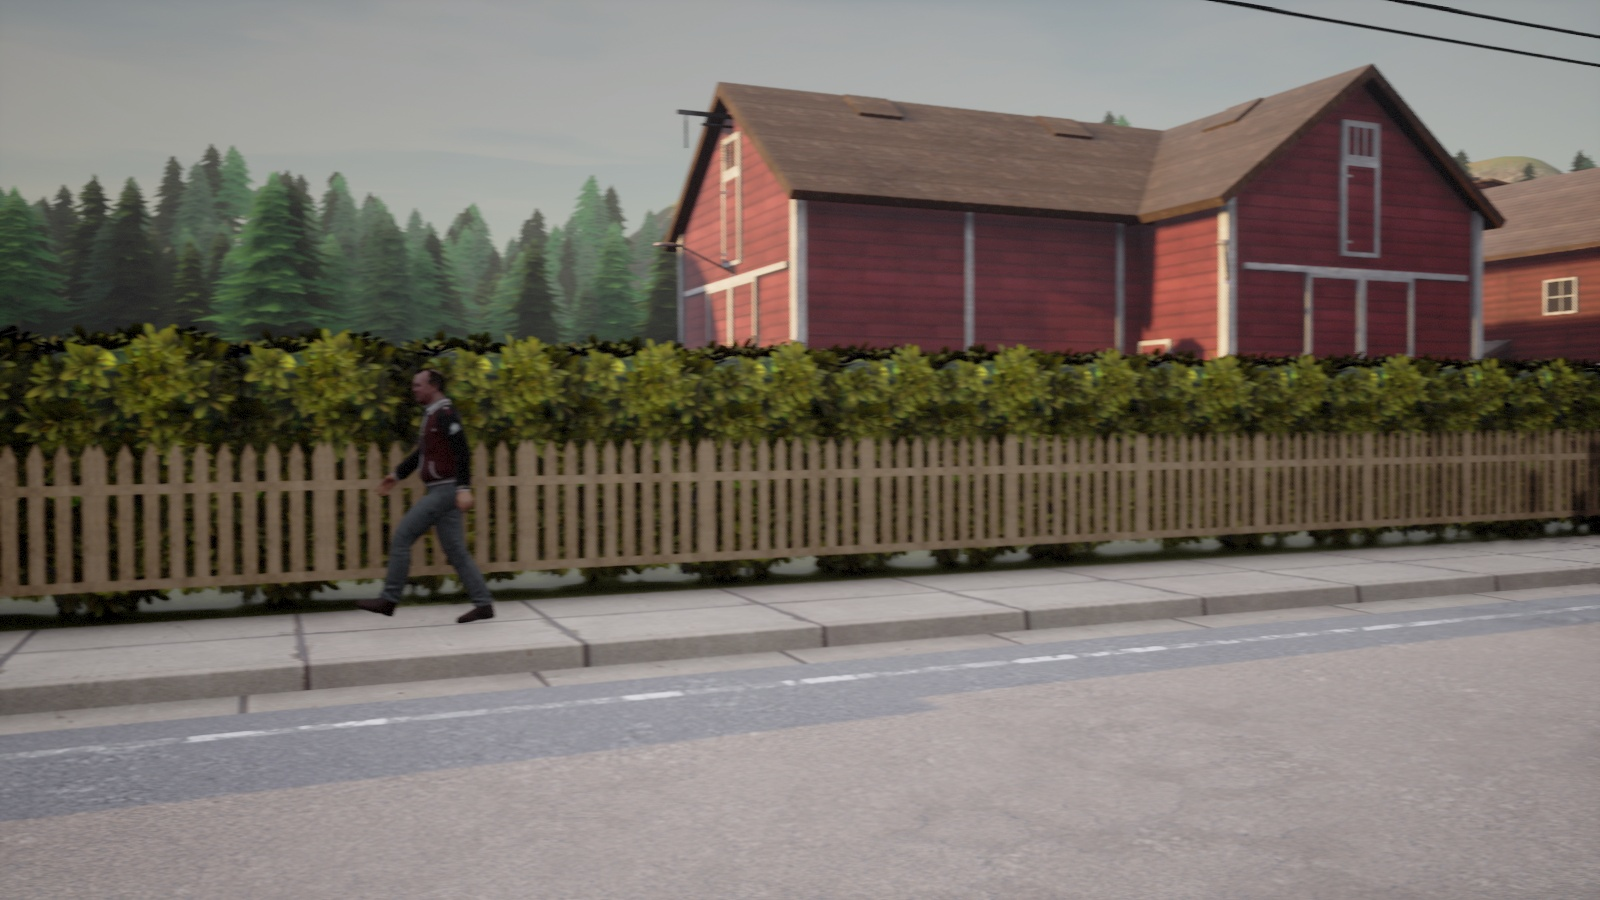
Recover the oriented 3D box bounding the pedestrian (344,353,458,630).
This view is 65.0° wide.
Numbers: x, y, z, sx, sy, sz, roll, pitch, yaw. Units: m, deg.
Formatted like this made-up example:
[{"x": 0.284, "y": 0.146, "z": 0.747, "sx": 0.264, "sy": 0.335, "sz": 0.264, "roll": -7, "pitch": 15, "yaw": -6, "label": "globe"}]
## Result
[{"x": -2.767, "y": 0.274, "z": 8.711, "sx": 0.720, "sy": 1.854, "sz": 0.376, "roll": 0, "pitch": 1, "yaw": -23, "label": "pedestrian"}]
